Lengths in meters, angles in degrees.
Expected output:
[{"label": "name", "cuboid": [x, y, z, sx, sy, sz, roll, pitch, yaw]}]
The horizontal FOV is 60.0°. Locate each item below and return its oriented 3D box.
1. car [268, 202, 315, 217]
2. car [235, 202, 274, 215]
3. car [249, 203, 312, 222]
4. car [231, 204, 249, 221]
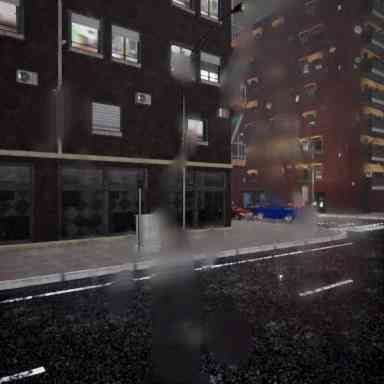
[{"label": "car", "cuboid": [10.448, 1.827, 35.082, 1.887, 1.381, 4.507, -1, 0, -36]}, {"label": "car", "cuboid": [7.333, 1.918, 39.395, 1.947, 1.339, 4.313, -1, 0, -36]}, {"label": "car", "cuboid": [7.704, 1.714, 29.009, 1.882, 1.535, 5.008, 0, 0, -36]}, {"label": "car", "cuboid": [3.681, 1.861, 30.196, 1.802, 1.307, 4.206, -1, 0, -36]}]
